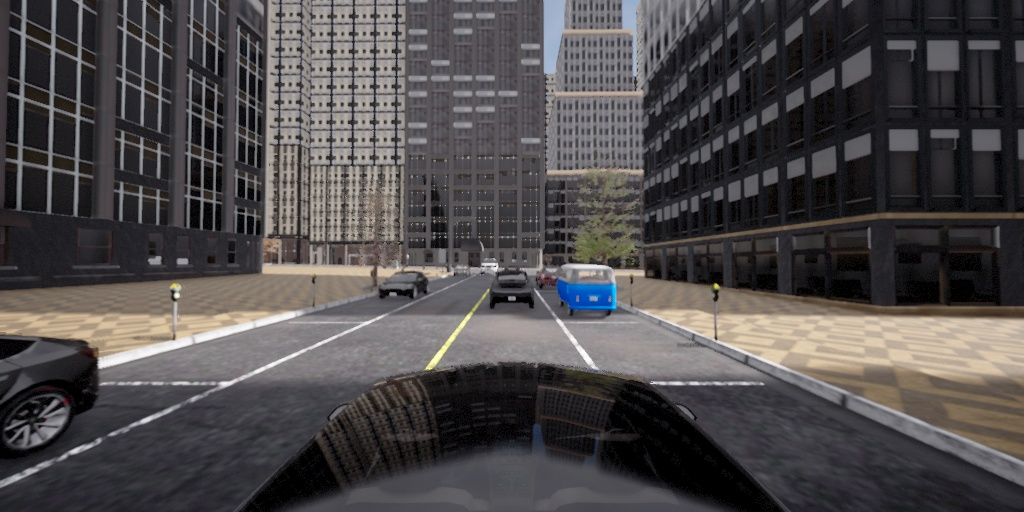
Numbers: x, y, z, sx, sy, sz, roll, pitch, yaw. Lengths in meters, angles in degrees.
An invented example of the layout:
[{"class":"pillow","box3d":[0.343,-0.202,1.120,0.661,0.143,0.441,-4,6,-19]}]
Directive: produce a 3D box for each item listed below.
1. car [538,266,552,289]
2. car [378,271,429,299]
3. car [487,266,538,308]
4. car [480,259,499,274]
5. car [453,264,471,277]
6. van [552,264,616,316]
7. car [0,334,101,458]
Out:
[{"class":"car","box3d":[2.691,1.402,24.967,1.967,1.591,4.097,0,0,0]},{"class":"car","box3d":[-5.690,1.477,19.333,1.948,1.339,4.313,0,0,0]},{"class":"car","box3d":[0.003,1.391,16.153,1.837,1.490,4.892,0,0,0]},{"class":"car","box3d":[-3.003,1.380,48.544,2.150,2.045,5.566,0,-1,0]},{"class":"car","box3d":[-5.821,1.665,41.901,2.007,1.370,4.403,0,0,0]},{"class":"van","box3d":[2.692,1.200,13.685,1.690,1.789,3.998,0,0,0]},{"class":"car","box3d":[-5.689,1.322,2.406,1.948,1.339,4.313,0,0,0]}]
